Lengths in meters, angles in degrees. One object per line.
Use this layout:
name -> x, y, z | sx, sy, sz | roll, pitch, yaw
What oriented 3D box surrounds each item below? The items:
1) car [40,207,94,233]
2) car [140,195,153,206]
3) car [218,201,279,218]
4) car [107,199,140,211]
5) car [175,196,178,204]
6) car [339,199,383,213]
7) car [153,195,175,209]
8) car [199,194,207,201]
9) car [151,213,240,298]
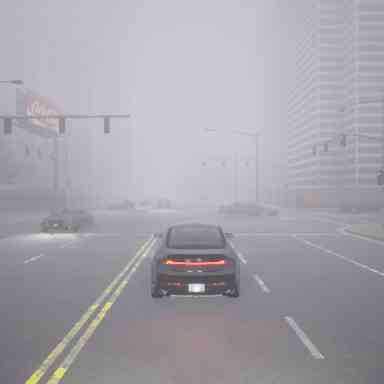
car -> -7.225, 1.563, 19.614 | 1.994, 1.385, 4.181 | 0, 0, 0
car -> -7.440, 1.599, 53.856 | 1.895, 1.301, 4.718 | 0, 0, 0
car -> 5.052, 1.547, 29.940 | 5.357, 1.411, 2.033 | 0, 0, 21
car -> -8.431, 1.524, 40.264 | 1.812, 1.442, 4.674 | 0, 0, 17
car -> -3.969, 1.524, 61.029 | 1.812, 1.442, 4.674 | 0, 0, 0
car -> 18.443, 1.477, 35.713 | 5.008, 1.535, 1.882 | 0, 0, -1
car -> -3.729, 1.490, 44.489 | 2.128, 1.511, 4.902 | 0, 0, -3
car -> 2.912, 1.353, 88.755 | 2.097, 1.767, 4.553 | 0, 0, 0
car -> 0.055, 1.505, 8.498 | 1.837, 1.490, 4.892 | 0, 0, -1
